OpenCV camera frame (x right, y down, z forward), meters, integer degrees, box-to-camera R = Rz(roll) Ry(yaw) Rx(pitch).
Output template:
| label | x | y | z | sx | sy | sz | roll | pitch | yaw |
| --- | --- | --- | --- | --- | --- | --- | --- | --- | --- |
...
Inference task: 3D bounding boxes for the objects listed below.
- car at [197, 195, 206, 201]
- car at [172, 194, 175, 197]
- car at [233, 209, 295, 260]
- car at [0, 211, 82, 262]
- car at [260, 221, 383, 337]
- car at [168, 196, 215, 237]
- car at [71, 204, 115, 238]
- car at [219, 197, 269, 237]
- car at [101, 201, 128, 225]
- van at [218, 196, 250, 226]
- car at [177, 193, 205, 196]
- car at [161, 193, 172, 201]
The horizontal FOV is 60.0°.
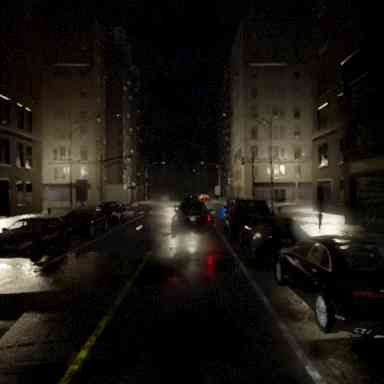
| label | x | y | z | sx | sy | sz | roll | pitch | yaw |
| --- | --- | --- | --- | --- | --- | --- | --- | --- | --- |
| car | 2.202 | 1.328 | 78.267 | 1.802 | 1.307 | 4.206 | 0 | 0 | -1 |
| car | -6.721 | 1.092 | 95.035 | 2.192 | 1.841 | 5.009 | 0 | 0 | -1 |
| car | 2.836 | 1.505 | 12.023 | 1.947 | 1.339 | 4.313 | 0 | 0 | 0 |
| car | -5.690 | 1.574 | 12.003 | 1.802 | 1.307 | 4.206 | 0 | 0 | 0 |
| car | 2.844 | 1.510 | 6.499 | 2.008 | 1.369 | 4.403 | 0 | 0 | 0 |
| car | 0.041 | 1.288 | 17.698 | 2.097 | 1.767 | 4.553 | 0 | 0 | 0 |
| car | -5.699 | 1.538 | 17.528 | 1.947 | 1.339 | 4.313 | 0 | 0 | 0 |
| car | 2.826 | 1.235 | 17.546 | 2.192 | 1.841 | 5.009 | 0 | 0 | 0 |
| car | -5.708 | 1.393 | 23.052 | 1.967 | 1.590 | 4.097 | 0 | 0 | 0 |
| van | 2.818 | 1.241 | 23.070 | 1.690 | 1.788 | 3.998 | 0 | 0 | 0 |
| car | -0.217 | 1.231 | 33.499 | 2.097 | 1.767 | 4.553 | -1 | 0 | -3 |
| car | -6.321 | 1.239 | 78.075 | 1.967 | 1.590 | 4.097 | 0 | 0 | -1 |
